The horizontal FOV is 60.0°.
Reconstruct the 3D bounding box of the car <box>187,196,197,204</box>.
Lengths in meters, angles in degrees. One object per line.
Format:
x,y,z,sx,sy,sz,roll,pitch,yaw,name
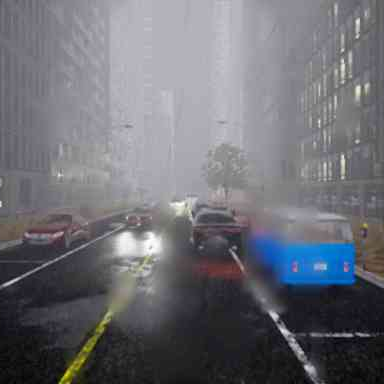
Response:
-0.003,1.491,65.407,1.812,1.442,4.674,0,0,0,car

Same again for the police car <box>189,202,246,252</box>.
0.899,1.424,13.940,1.930,1.638,5.238,0,0,0,police car

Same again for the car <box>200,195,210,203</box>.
2.688,1.395,71.427,1.967,1.590,4.097,0,0,0,car

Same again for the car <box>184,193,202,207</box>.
-0.002,1.208,50.441,2.150,2.045,5.566,0,0,0,car

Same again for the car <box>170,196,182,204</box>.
-3.027,1.471,63.237,1.837,1.490,4.892,0,0,1,car

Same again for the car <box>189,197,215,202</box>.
0.898,1.502,29.830,1.837,1.490,4.892,0,0,0,car

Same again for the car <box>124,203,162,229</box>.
-3.101,1.598,21.667,1.895,1.301,4.718,0,0,0,car

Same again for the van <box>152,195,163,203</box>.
-5.692,1.323,54.353,1.690,1.788,3.998,0,0,0,van

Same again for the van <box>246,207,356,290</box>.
2.690,1.340,8.811,1.690,1.788,3.998,0,0,0,van

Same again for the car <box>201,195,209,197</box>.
2.689,1.540,48.657,2.008,1.369,4.403,0,0,0,car

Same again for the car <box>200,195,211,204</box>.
2.688,1.405,65.735,1.967,1.590,4.097,0,0,0,car

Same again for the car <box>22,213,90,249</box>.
-5.691,1.580,14.505,1.802,1.307,4.206,0,0,0,car

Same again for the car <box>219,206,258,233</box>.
2.690,1.580,20.195,1.802,1.307,4.206,0,0,0,car

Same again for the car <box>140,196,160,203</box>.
-5.692,1.543,42.968,2.008,1.369,4.403,0,0,0,car

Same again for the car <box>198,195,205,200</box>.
2.687,1.454,94.197,1.887,1.381,4.507,0,0,0,car

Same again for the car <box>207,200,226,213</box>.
2.689,1.578,37.273,1.802,1.307,4.206,0,0,0,car

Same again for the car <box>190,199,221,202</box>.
0.899,1.502,23.830,1.837,1.490,4.892,0,0,0,car
